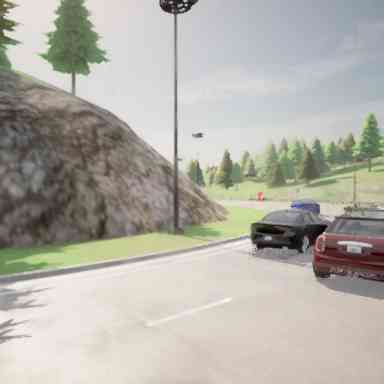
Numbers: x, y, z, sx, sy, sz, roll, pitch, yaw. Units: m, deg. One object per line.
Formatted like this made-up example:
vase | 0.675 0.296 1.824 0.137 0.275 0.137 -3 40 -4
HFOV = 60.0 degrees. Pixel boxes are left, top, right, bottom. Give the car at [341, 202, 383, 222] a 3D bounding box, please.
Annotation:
car | 13.544 1.510 26.691 1.895 1.301 4.718 0 0 12

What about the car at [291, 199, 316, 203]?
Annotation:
car | 10.626 1.386 31.669 1.882 1.535 5.008 0 0 5

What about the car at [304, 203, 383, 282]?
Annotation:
car | 5.077 1.319 9.138 2.097 1.767 4.553 0 0 41

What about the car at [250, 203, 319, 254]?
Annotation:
car | 4.172 1.439 13.540 1.882 1.535 5.008 0 1 38
